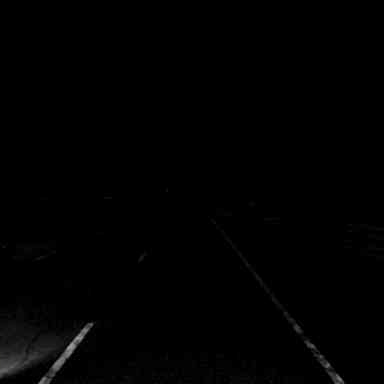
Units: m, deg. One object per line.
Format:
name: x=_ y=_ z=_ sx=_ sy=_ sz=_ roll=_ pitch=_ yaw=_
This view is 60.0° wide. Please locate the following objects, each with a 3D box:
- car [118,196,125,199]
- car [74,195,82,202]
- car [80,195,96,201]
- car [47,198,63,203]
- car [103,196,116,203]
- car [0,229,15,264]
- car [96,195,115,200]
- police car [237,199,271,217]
car: x=-17.490 y=2.034 z=84.397 sx=1.895 sy=1.301 sz=4.718 roll=0 pitch=0 yaw=0
car: x=-27.990 y=1.663 z=84.095 sx=2.150 sy=2.045 sz=5.566 roll=0 pitch=0 yaw=0
car: x=-20.992 y=1.875 z=68.595 sx=1.812 sy=1.442 sz=4.674 roll=0 pitch=0 yaw=0
car: x=-27.992 y=1.874 z=68.291 sx=1.812 sy=1.442 sz=4.674 roll=0 pitch=0 yaw=0
car: x=-20.990 y=1.795 z=84.459 sx=2.097 sy=1.767 sz=4.553 roll=0 pitch=0 yaw=0
car: x=-6.898 y=1.388 z=9.132 sx=2.097 sy=1.767 sz=4.553 roll=0 pitch=0 yaw=0
car: x=-17.492 y=1.576 z=68.566 sx=2.150 sy=2.045 sz=5.566 roll=0 pitch=0 yaw=0
police car: x=6.008 y=1.543 z=33.018 sx=1.930 sy=1.638 sz=5.238 roll=-2 pitch=0 yaw=-12
